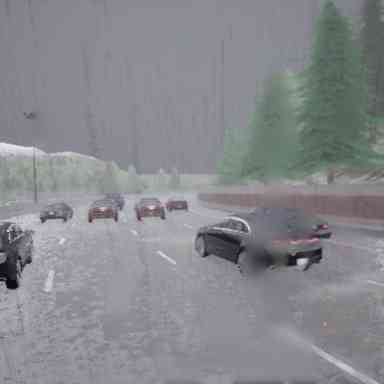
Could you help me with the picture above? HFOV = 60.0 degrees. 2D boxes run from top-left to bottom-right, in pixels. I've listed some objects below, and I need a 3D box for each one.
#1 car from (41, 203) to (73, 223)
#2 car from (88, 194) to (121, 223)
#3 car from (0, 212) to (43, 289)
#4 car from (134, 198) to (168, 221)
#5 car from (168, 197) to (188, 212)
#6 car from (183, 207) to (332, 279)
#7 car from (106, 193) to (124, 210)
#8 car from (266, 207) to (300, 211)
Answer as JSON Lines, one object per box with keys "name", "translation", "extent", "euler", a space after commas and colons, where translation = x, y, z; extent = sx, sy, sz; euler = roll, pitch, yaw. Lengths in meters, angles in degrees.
{"name": "car", "translation": [-10.678, 1.579, 26.429], "extent": [2.033, 1.411, 5.357], "euler": [-1, 0, -13]}
{"name": "car", "translation": [-6.902, 1.307, 25.943], "extent": [2.097, 1.767, 4.553], "euler": [-1, 0, -14]}
{"name": "car", "translation": [-5.428, 1.536, 8.855], "extent": [2.128, 1.511, 4.902], "euler": [-1, 0, -20]}
{"name": "car", "translation": [-3.525, 1.230, 26.751], "extent": [2.097, 1.767, 4.553], "euler": [-1, 0, -14]}
{"name": "car", "translation": [-1.681, 1.257, 35.107], "extent": [1.882, 1.535, 5.008], "euler": [-1, 0, -10]}
{"name": "car", "translation": [1.648, 1.379, 9.874], "extent": [2.128, 1.511, 4.902], "euler": [-1, 0, -21]}
{"name": "car", "translation": [-9.608, 1.129, 40.927], "extent": [2.150, 2.045, 5.566], "euler": [-1, 1, -7]}
{"name": "car", "translation": [3.611, 1.361, 14.584], "extent": [2.033, 1.411, 5.357], "euler": [-1, 0, -19]}
